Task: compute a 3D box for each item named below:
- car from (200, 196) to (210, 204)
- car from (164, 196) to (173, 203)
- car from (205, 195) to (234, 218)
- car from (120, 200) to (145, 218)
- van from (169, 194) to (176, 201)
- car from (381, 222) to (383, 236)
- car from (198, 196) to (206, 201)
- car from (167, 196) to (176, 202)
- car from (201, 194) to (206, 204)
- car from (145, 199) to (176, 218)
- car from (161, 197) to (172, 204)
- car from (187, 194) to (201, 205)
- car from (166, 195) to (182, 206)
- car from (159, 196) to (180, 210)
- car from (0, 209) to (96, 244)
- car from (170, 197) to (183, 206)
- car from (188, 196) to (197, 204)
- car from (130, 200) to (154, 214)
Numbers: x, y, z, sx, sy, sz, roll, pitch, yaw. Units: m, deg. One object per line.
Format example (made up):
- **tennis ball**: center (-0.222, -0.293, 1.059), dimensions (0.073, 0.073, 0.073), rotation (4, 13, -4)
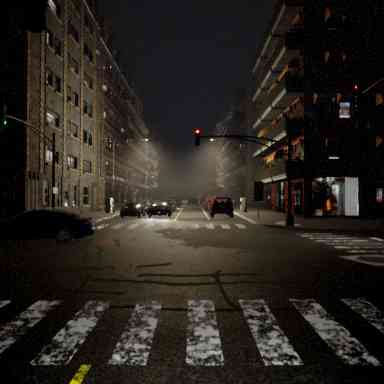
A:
- **car**: center (2.641, 1.556, 69.124), dimensions (1.967, 1.590, 4.097), rotation (1, 0, 0)
- **car**: center (-5.235, 1.671, 74.487), dimensions (1.752, 1.417, 4.829), rotation (1, 0, 0)
- **car**: center (2.612, 1.326, 30.201), dimensions (2.192, 1.841, 5.009), rotation (1, 0, 0)
- **car**: center (-5.272, 1.577, 30.162), dimensions (1.947, 1.339, 4.313), rotation (1, 0, 0)
- **van**: center (-5.217, 1.589, 91.351), dimensions (1.690, 1.788, 3.998), rotation (1, 0, 0)
- **car**: center (11.278, 1.356, 15.337), dimensions (4.553, 1.767, 2.097), rotation (0, -1, 0)
- **car**: center (2.659, 1.813, 91.375), dimensions (1.947, 1.339, 4.313), rotation (1, 0, 0)
- **car**: center (-5.226, 1.764, 85.786), dimensions (2.008, 1.369, 4.403), rotation (1, 0, 0)
- **car**: center (2.621, 1.336, 41.326), dimensions (2.192, 1.841, 5.009), rotation (1, 0, 0)
- **car**: center (-2.812, 1.575, 30.428), dimensions (1.994, 1.385, 4.181), rotation (0, 0, 0)
- **car**: center (-5.240, 1.667, 69.095), dimensions (2.008, 1.369, 4.403), rotation (1, 0, 0)
- **car**: center (0.159, 1.550, 59.945), dimensions (1.882, 1.535, 5.008), rotation (0, 0, 0)
- **car**: center (-2.734, 1.601, 49.242), dimensions (1.994, 1.385, 4.181), rotation (0, 0, 1)
- **car**: center (-2.796, 1.523, 39.308), dimensions (1.837, 1.490, 4.892), rotation (0, 0, 0)
- **car**: center (-7.026, 1.534, 15.389), dimensions (5.008, 1.535, 1.882), rotation (0, -1, 0)
- **car**: center (-2.695, 1.619, 59.603), dimensions (2.033, 1.411, 5.357), rotation (0, 0, 0)
- **car**: center (0.135, 1.600, 70.384), dimensions (1.882, 1.535, 5.008), rotation (0, 0, 0)
- **car**: center (-5.267, 1.581, 35.724), dimensions (1.947, 1.339, 4.313), rotation (1, 0, 0)
